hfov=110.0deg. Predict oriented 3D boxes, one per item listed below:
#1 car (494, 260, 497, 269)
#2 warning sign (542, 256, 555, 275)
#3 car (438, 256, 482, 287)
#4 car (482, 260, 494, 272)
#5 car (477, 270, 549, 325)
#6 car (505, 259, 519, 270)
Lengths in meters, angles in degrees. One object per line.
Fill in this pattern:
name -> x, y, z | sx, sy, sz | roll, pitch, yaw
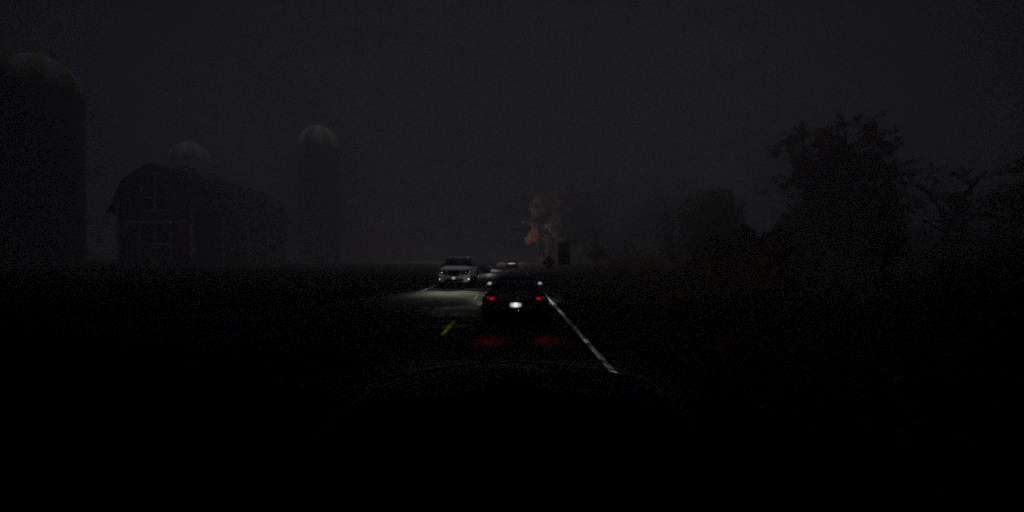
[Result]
car -> -3.529, 1.330, 59.913 | 1.895, 1.301, 4.718 | 0, 0, 0
warning sign -> 3.533, 0.896, 34.693 | 1.300, 1.860, 1.060 | 0, 0, 0
car -> -3.611, 1.003, 24.892 | 2.150, 2.045, 5.566 | 0, 0, 0
car -> -3.603, 1.278, 42.936 | 1.882, 1.535, 5.008 | 0, 0, 0
car -> 0.098, 1.326, 11.896 | 1.994, 1.385, 4.181 | 0, 0, 0
car -> -0.026, 1.296, 54.113 | 2.128, 1.511, 4.902 | 0, 0, 0
